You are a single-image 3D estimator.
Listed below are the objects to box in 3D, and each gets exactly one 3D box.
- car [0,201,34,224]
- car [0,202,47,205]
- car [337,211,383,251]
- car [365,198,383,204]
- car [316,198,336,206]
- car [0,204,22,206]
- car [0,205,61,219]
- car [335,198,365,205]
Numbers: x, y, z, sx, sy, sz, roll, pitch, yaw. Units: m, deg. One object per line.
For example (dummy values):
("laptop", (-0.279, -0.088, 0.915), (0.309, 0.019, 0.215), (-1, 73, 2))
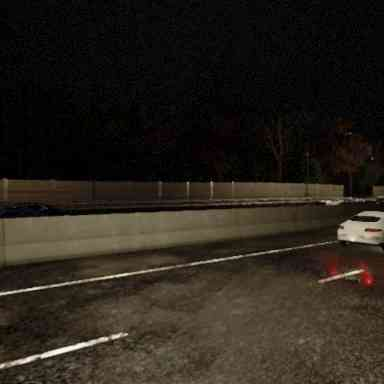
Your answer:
("car", (-14.232, 1.487, 23.857), (4.902, 1.511, 2.128), (0, 0, -36))
("car", (-11.192, 1.493, 21.804), (4.892, 1.490, 1.837), (-2, 1, -35))
("car", (7.806, 1.508, 13.614), (4.674, 1.442, 1.812), (0, 0, -36))
("car", (24.946, 1.482, 43.254), (4.674, 1.442, 1.812), (0, 0, -35))
("car", (20.155, 1.558, 48.431), (4.718, 1.301, 1.895), (0, 0, -35))
("car", (-11.254, 1.561, 17.463), (4.181, 1.385, 1.994), (0, 0, -36))
("car", (-8.349, 1.522, 15.236), (4.674, 1.442, 1.812), (0, 0, -36))
("car", (22.165, 1.558, 45.569), (4.718, 1.301, 1.895), (0, 0, -35))
